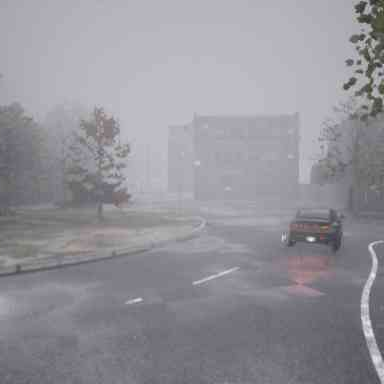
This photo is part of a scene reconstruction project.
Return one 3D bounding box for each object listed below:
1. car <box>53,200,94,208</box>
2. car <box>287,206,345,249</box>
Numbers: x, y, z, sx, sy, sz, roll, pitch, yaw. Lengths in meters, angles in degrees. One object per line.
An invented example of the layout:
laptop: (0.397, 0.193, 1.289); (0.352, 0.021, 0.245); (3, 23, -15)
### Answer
car: (-13.703, 1.267, 38.956); (4.718, 1.301, 1.895); (0, 1, 7)
car: (5.197, 1.352, 13.846); (1.837, 1.490, 4.892); (1, 2, 25)
